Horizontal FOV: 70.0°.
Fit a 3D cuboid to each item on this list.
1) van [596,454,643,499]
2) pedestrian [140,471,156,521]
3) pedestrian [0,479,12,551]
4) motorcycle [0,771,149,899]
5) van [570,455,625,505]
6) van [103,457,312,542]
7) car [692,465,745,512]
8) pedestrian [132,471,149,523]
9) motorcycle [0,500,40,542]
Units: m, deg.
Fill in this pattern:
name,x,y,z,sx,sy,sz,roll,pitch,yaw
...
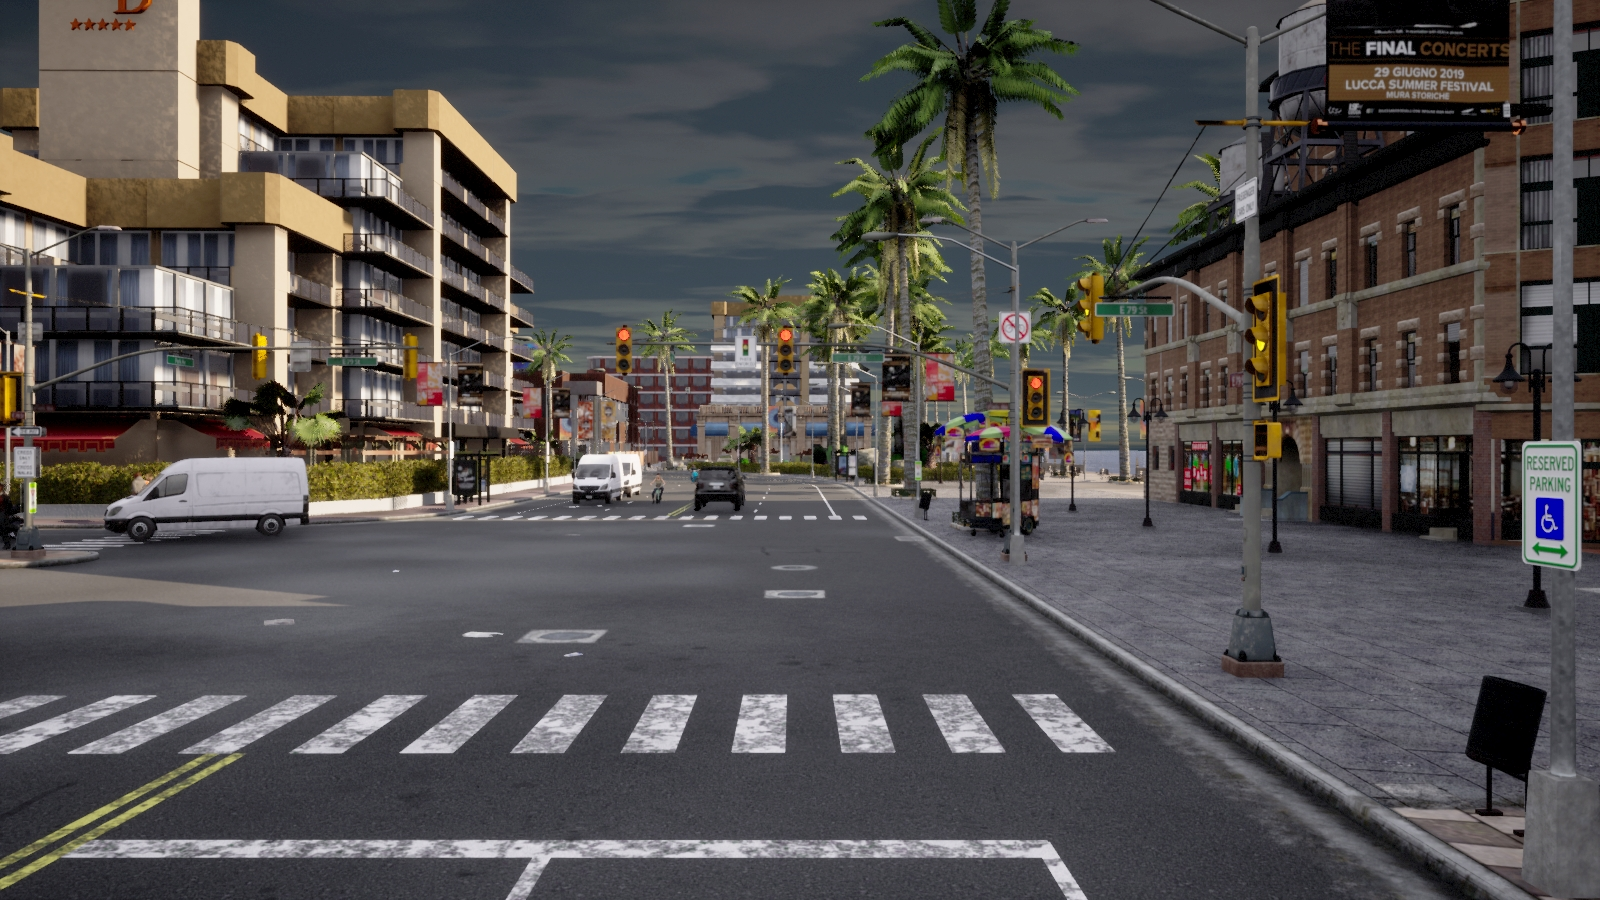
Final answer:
name,x,y,z,sx,sy,sz,roll,pitch,yaw
van,-10.879,1.534,69.162,1.988,2.561,5.915,0,0,-1
pedestrian,-24.098,1.697,42.222,0.375,1.860,0.375,0,0,10
pedestrian,-20.952,1.706,29.935,0.375,1.860,0.375,0,0,-2
motorcycle,-3.736,2.213,4.820,0.803,1.145,2.033,0,0,1
van,-10.828,1.534,61.502,1.988,2.561,5.915,0,0,0
van,-19.175,1.535,37.136,5.915,2.561,1.988,0,0,-30
car,-3.835,1.780,54.553,2.150,2.045,5.566,0,0,0
pedestrian,-23.997,1.696,41.550,0.375,1.860,0.375,0,0,20
motorcycle,-25.137,2.205,35.668,2.209,1.251,0.867,0,0,-4
